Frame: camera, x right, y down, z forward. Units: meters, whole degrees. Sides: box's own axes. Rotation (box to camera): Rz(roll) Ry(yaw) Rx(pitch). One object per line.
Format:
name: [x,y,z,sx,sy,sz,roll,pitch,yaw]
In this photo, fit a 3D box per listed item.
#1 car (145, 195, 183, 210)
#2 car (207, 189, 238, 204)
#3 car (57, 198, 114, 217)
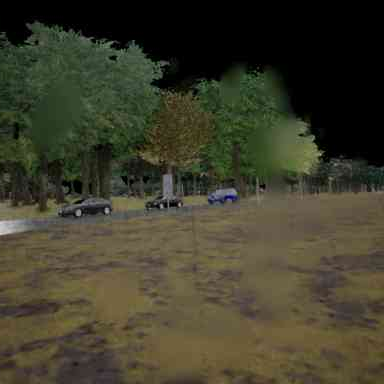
car: [-2.952,1.065,36.017,1.882,1.535,5.008,-3,-1,35]
car: [4.314,0.616,46.279,2.150,2.045,5.566,-3,0,36]
car: [-8.795,1.252,27.756,1.837,1.490,4.892,-3,-1,35]
